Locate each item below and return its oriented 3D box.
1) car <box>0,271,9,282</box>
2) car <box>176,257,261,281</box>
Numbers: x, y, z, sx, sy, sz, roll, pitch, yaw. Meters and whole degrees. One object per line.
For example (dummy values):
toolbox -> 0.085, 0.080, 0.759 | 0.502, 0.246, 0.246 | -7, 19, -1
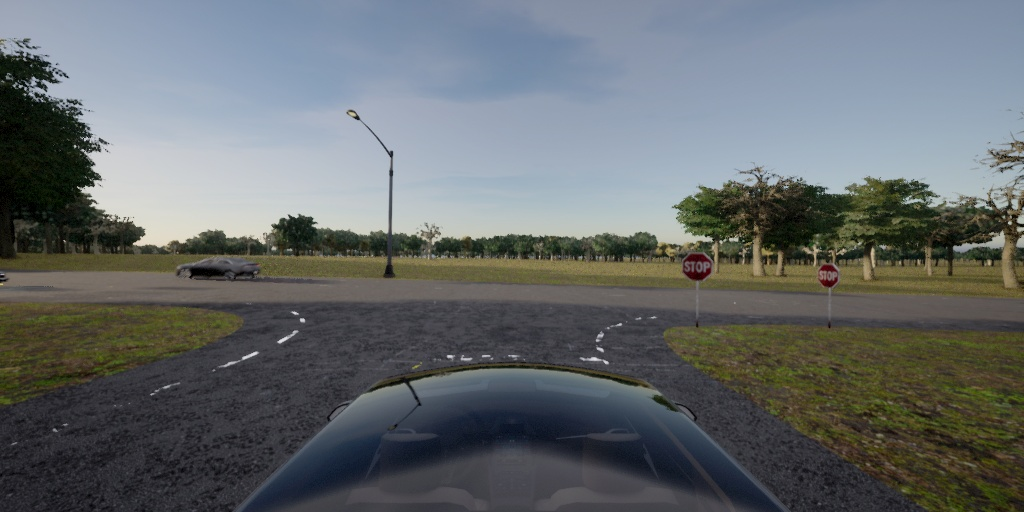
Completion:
car -> -27.651, 0.773, 17.018 | 5.357, 1.411, 2.033 | 1, 1, 0
car -> -19.525, 0.814, 23.943 | 4.902, 1.511, 2.128 | 2, 1, 1
